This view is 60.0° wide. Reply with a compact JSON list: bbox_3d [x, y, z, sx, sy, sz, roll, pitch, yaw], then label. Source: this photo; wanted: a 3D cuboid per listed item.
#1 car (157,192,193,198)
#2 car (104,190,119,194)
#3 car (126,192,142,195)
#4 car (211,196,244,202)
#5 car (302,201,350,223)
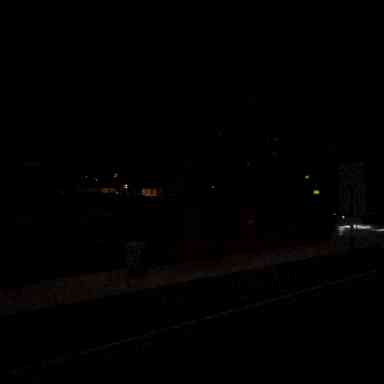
[{"bbox_3d":[-2.366,0.751,37.571,2.097,1.767,4.553,-2,2,-34],"label":"car"},{"bbox_3d":[-14.879,0.321,60.869,2.128,1.511,4.902,-2,2,-35],"label":"car"},{"bbox_3d":[-8.005,0.730,45.810,1.812,1.442,4.674,-2,2,-34],"label":"car"},{"bbox_3d":[3.283,1.102,29.386,1.837,1.490,4.892,-2,2,-35],"label":"car"},{"bbox_3d":[8.222,1.338,22.259,1.994,1.385,4.181,-2,2,-36],"label":"car"}]
